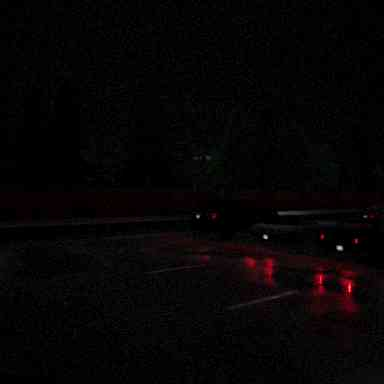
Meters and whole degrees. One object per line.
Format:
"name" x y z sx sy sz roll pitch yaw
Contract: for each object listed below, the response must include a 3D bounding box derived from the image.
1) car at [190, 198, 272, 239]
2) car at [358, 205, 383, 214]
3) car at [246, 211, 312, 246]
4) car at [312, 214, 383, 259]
"car" 2.499 1.361 18.535 5.566 2.045 2.150 0 0 -35
"car" 15.816 1.835 28.009 4.674 1.442 1.812 0 0 -35
"car" 5.094 1.744 16.078 4.718 1.301 1.895 1 0 -35
"car" 7.125 1.744 13.228 4.718 1.301 1.895 1 0 -35
